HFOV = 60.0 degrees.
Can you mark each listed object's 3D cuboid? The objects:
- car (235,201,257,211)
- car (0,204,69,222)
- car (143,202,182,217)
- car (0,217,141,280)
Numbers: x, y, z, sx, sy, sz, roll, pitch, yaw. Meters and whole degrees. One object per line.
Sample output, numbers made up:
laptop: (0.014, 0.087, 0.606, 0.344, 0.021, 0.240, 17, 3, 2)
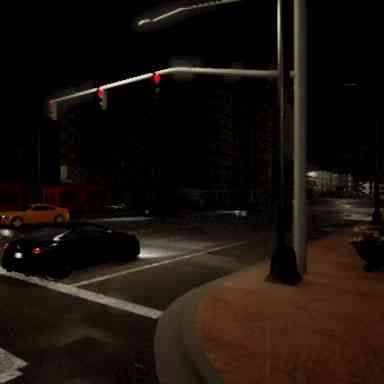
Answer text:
car: (8.465, 2.102, 51.768, 2.128, 1.511, 4.902, 0, -1, 35)
car: (-11.296, 1.605, 23.750, 1.882, 1.535, 5.008, 0, -1, 35)
car: (-3.102, 1.797, 35.426, 2.128, 1.511, 4.902, 0, -1, 36)
car: (-3.474, 1.619, 10.323, 1.994, 1.385, 4.181, 0, -1, 30)
